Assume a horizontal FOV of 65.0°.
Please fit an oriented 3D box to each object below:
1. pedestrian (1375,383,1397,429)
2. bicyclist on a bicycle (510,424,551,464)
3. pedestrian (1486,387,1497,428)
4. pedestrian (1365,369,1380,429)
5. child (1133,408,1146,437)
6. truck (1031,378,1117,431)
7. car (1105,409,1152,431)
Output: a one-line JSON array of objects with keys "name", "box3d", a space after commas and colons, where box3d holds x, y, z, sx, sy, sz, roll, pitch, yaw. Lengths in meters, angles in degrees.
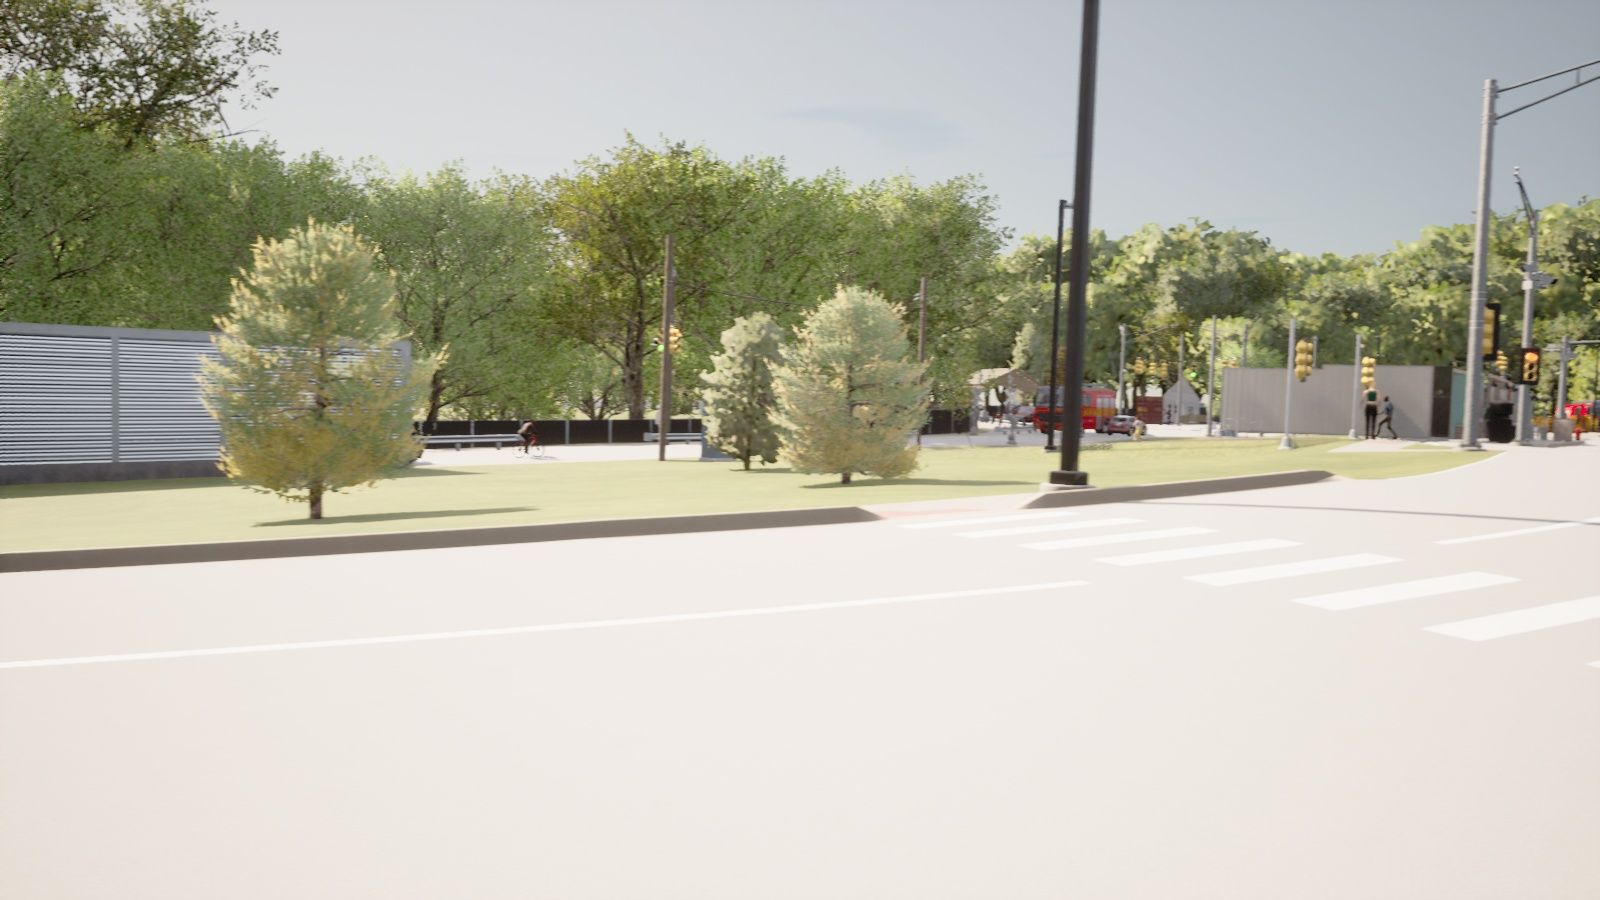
[{"name": "pedestrian", "box3d": [23.542, -1.768, 50.418, 0.726, 1.835, 0.370, 2, 2, 25]}, {"name": "bicyclist on a bicycle", "box3d": [-11.189, -0.264, 52.179, 0.582, 1.620, 1.656, 3, 4, 40]}, {"name": "pedestrian", "box3d": [31.416, -1.906, 57.050, 0.353, 1.847, 0.614, 2, 2, 29]}, {"name": "pedestrian", "box3d": [17.668, -1.570, 38.754, 0.345, 1.836, 0.594, 2, 2, 26]}, {"name": "child", "box3d": [14.952, -1.219, 55.273, 0.437, 1.263, 0.270, 2, 2, 30]}, {"name": "truck", "box3d": [20.760, -3.470, 94.767, 2.891, 3.827, 8.468, 2, 4, 38]}, {"name": "car", "box3d": [24.629, -2.284, 94.085, 1.970, 1.475, 3.806, 3, 5, 38]}]
